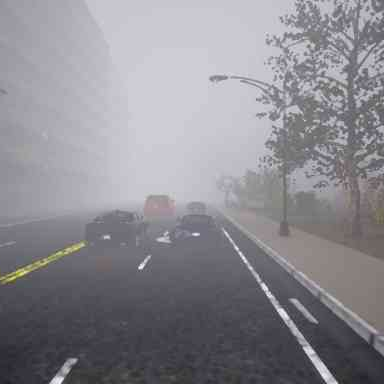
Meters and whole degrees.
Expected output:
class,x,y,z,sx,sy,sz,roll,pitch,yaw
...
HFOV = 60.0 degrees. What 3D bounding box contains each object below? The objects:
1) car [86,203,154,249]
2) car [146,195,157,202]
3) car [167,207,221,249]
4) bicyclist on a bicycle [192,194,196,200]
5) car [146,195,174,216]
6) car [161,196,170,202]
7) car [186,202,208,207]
class,x,y,z,sx,sy,sz,roll,pitch,yaw
car,-3.073,1.485,14.580,1.882,1.535,5.008,0,0,1
car,-9.241,1.427,75.889,1.882,1.535,5.008,0,0,-1
car,0.176,1.573,14.532,1.994,1.385,4.181,0,0,1
bicyclist on a bicycle,0.875,1.395,90.596,0.659,1.776,1.843,0,0,-3
car,-2.848,1.261,29.609,2.150,2.045,5.566,0,0,1
car,-5.991,1.543,75.962,1.895,1.301,4.718,0,0,-1
car,0.402,1.567,29.531,2.033,1.411,5.357,0,0,1
